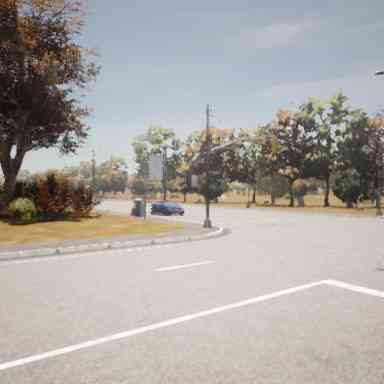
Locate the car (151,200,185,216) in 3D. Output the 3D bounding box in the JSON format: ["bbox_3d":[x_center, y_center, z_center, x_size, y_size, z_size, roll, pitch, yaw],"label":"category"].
[{"bbox_3d":[-2.478,1.564,32.722,1.812,1.442,4.674,0,0,-32],"label":"car"}]

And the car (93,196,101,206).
[{"bbox_3d":[-16.347,1.389,53.947,2.128,1.511,4.902,0,0,-35],"label":"car"}]
